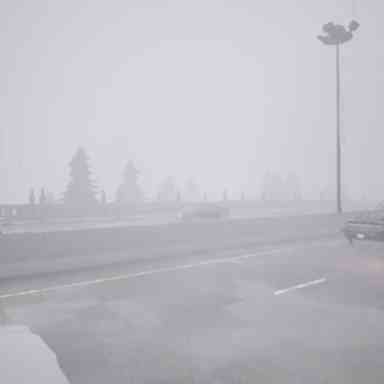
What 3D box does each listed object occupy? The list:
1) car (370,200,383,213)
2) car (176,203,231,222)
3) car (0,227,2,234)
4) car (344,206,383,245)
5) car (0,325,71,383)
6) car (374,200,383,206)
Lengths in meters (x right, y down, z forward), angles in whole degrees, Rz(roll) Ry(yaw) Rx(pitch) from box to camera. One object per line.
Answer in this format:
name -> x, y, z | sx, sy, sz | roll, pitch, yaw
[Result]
car -> 23.337, 1.686, 39.363 | 4.902, 1.511, 2.128 | 1, -1, -37
car -> 0.952, 1.646, 26.727 | 4.902, 1.511, 2.128 | 0, 0, -37
car -> -10.646, 1.600, 13.666 | 4.892, 1.490, 1.837 | 0, 0, -35
car -> 8.680, 1.563, 14.778 | 4.902, 1.511, 2.128 | 0, 0, -37
car -> -3.060, 1.618, 1.691 | 4.718, 1.301, 1.895 | 0, 0, -35
car -> 19.600, 1.719, 32.127 | 4.181, 1.385, 1.994 | 0, 0, -37
